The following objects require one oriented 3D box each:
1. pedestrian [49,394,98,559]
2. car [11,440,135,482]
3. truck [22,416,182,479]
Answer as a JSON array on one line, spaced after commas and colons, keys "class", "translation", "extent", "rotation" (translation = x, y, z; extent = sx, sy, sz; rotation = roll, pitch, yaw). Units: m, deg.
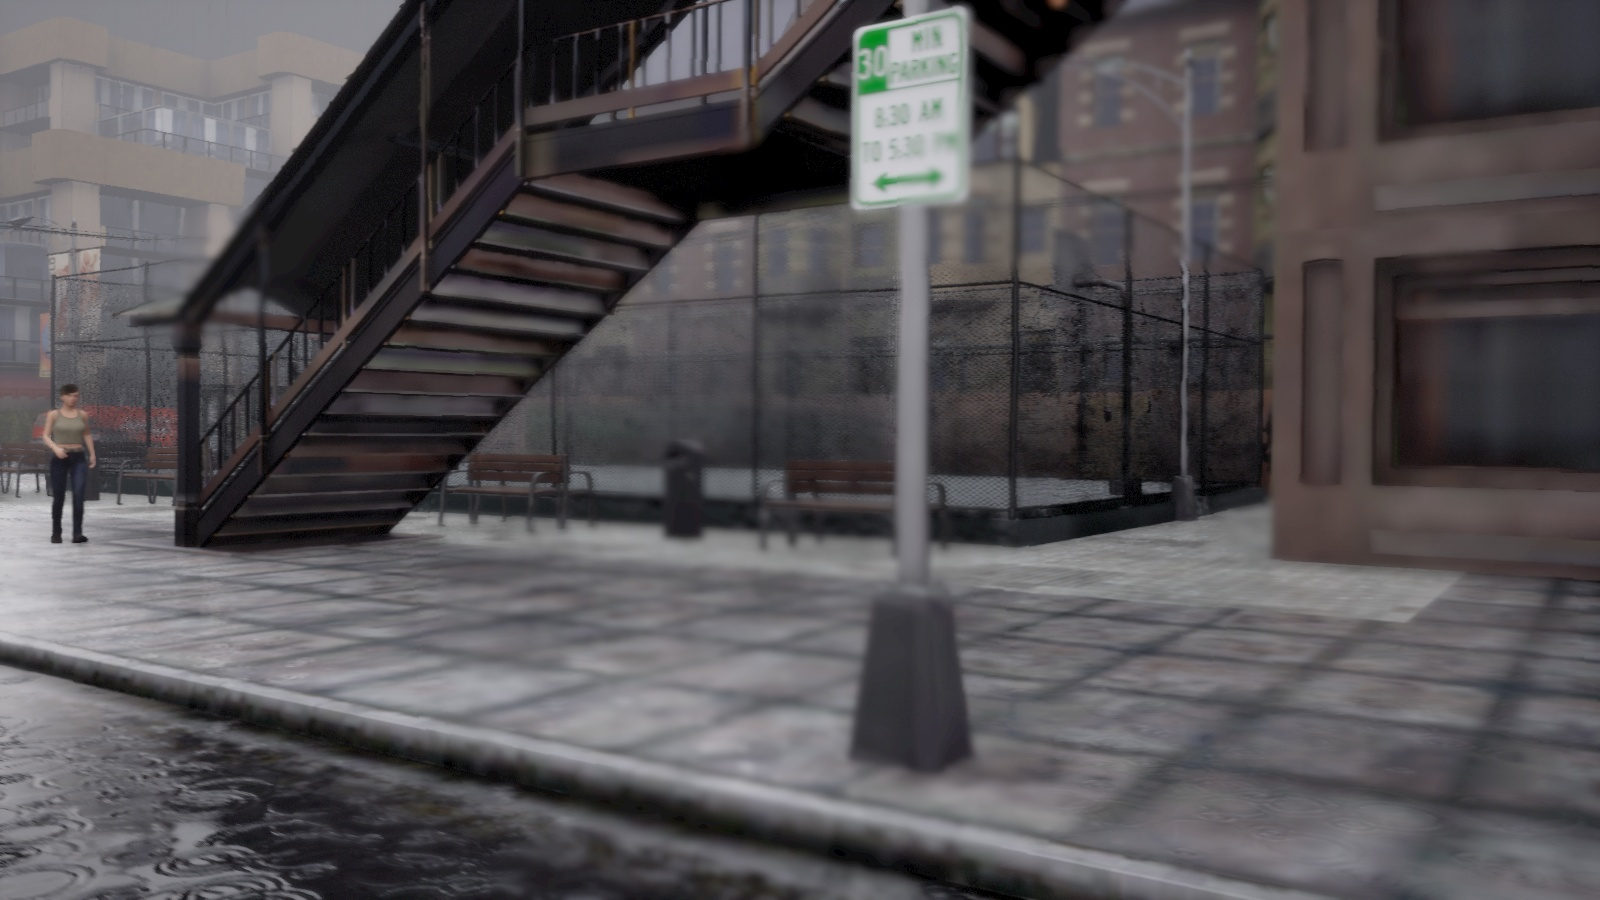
[{"class": "pedestrian", "translation": [-8.241, 0.290, 14.237], "extent": [0.345, 1.836, 0.594], "rotation": [-1, 1, -41]}, {"class": "car", "translation": [-27.851, 0.386, 48.183], "extent": [1.789, 1.549, 3.705], "rotation": [0, 1, 33]}, {"class": "truck", "translation": [-29.153, -0.106, 52.598], "extent": [2.627, 2.467, 5.204], "rotation": [0, 0, 33]}]
